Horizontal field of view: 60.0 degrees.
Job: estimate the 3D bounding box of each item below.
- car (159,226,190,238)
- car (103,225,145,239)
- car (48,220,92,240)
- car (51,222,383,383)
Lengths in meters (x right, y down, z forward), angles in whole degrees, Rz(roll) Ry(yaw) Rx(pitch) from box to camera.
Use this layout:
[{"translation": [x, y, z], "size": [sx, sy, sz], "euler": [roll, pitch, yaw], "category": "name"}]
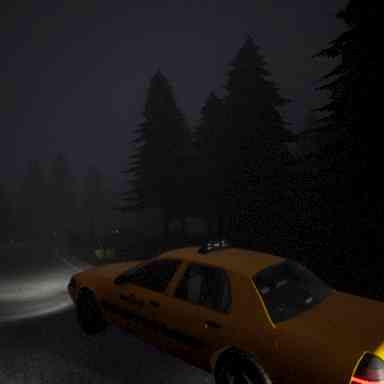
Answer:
[{"translation": [-2.329, 5.532, 46.301], "size": [1.882, 1.535, 5.008], "euler": [-5, -8, 30], "category": "car"}, {"translation": [-7.455, 4.499, 36.996], "size": [2.033, 1.411, 5.357], "euler": [-4, -8, 20], "category": "car"}, {"translation": [-11.898, 3.833, 33.298], "size": [2.150, 2.045, 5.566], "euler": [-4, -8, 14], "category": "car"}, {"translation": [0.099, 1.440, 4.771], "size": [5.366, 1.575, 1.801], "euler": [0, 1, 43], "category": "car"}]
